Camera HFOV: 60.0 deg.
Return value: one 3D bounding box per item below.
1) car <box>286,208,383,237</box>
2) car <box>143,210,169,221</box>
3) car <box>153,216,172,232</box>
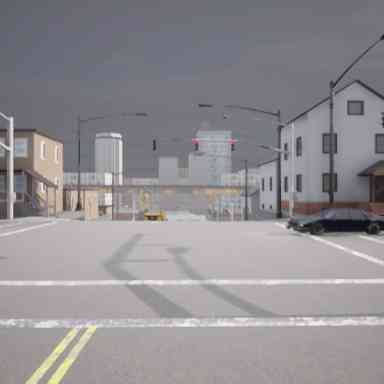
[{"bbox_3d":[7.884,1.551,17.736,5.357,1.411,2.033,0,0,-6],"label":"car"},{"bbox_3d":[-3.680,2.532,33.522,1.882,1.535,5.008,0,-9,1],"label":"car"},{"bbox_3d":[-3.790,4.230,43.745,2.128,1.511,4.902,0,-13,-1],"label":"car"}]
